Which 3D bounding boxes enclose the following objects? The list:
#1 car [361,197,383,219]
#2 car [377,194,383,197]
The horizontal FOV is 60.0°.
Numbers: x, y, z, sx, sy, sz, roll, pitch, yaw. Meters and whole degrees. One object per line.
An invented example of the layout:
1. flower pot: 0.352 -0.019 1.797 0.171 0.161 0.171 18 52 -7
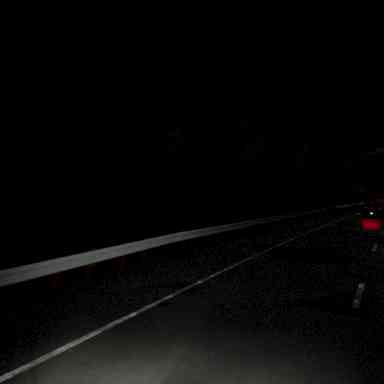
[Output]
1. car: 16.239 1.502 29.462 1.837 1.490 4.892 0 0 35
2. car: 22.346 1.219 37.962 2.150 2.045 5.566 0 0 36
